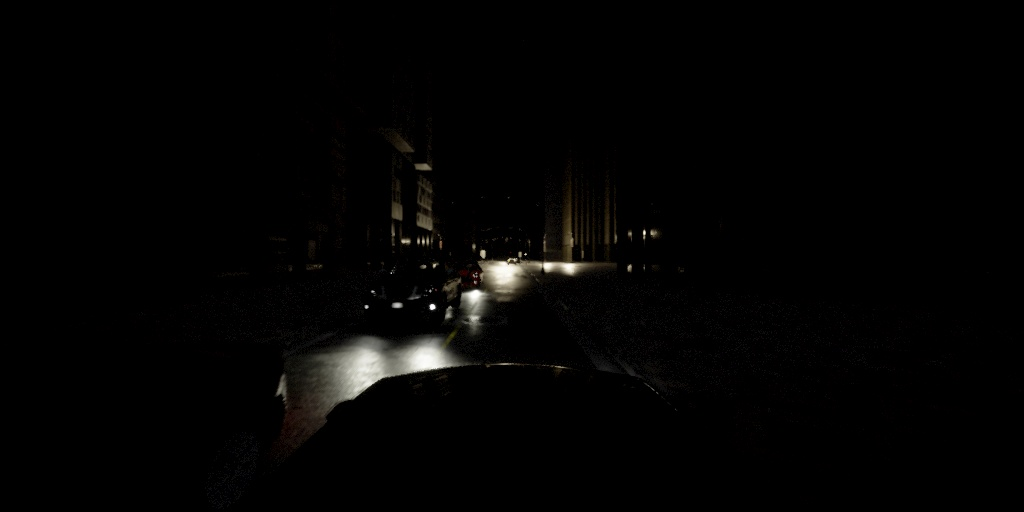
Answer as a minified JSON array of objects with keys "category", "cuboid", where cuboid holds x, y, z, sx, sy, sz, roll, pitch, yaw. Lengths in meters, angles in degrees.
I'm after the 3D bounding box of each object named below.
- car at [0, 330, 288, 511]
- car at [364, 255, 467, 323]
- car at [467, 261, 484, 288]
[{"category":"car","cuboid":[-3.098,1.230,1.371,1.882,1.535,5.008,0,0,0]},{"category":"car","cuboid":[-3.091,0.969,12.429,2.150,2.045,5.566,0,0,0]},{"category":"car","cuboid":[-3.010,1.146,23.684,2.097,1.767,4.553,0,0,0]}]
